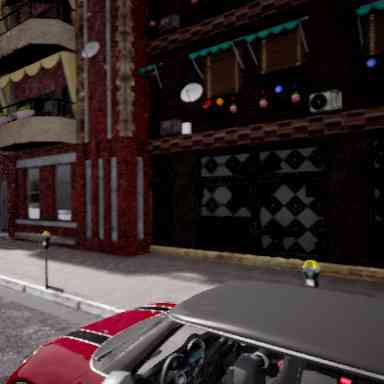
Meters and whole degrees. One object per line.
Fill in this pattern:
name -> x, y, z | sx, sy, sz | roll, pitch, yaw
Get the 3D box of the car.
car -> 0.354, 1.447, 2.478 | 4.097, 1.590, 1.967 | 0, -1, 35
